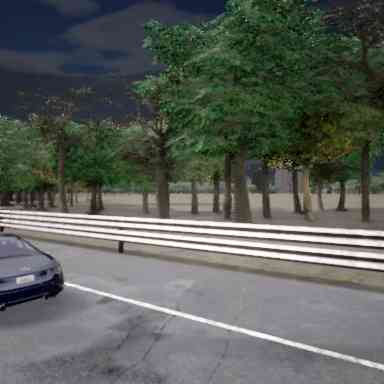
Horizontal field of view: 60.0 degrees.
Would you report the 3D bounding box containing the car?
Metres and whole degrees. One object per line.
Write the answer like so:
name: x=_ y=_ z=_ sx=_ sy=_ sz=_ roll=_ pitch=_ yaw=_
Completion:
car: x=-4.749 y=1.629 z=7.486 sx=4.181 sy=1.385 sz=1.994 roll=0 pitch=0 yaw=37
